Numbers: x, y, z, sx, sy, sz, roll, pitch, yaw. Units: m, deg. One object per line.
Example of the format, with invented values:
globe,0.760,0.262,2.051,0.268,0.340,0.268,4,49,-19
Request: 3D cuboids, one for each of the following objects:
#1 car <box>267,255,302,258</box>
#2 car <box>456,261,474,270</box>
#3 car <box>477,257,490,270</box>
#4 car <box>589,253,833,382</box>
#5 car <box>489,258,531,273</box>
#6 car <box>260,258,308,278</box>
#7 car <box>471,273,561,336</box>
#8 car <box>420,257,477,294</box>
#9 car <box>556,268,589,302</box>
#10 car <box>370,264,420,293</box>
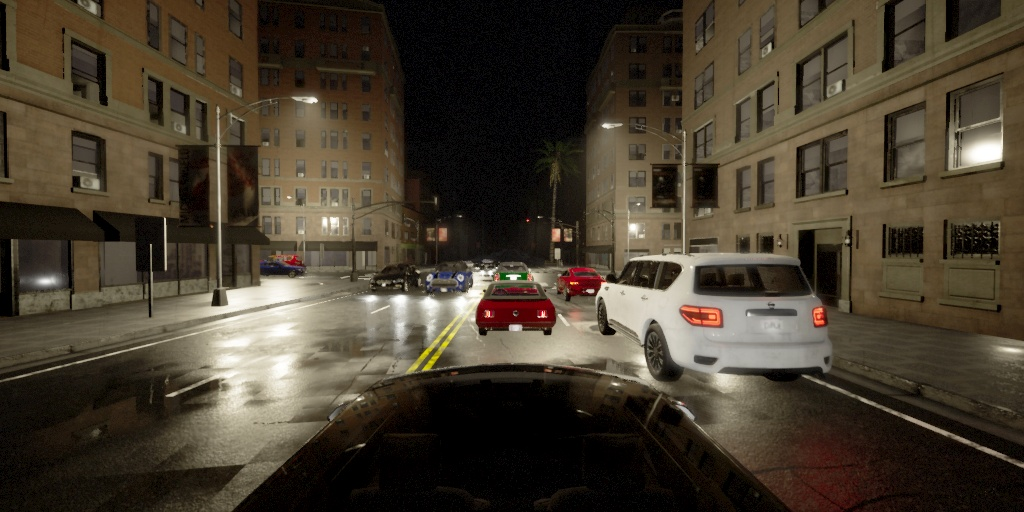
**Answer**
car,-23.972,0.831,36.670,5.009,1.841,2.192,0,0,-9
car,-6.705,1.338,51.615,1.895,1.301,4.718,0,0,3
car,-3.455,1.229,51.332,2.128,1.511,4.902,0,0,0
car,3.327,0.970,7.294,2.150,2.045,5.566,0,0,0
car,-0.004,1.097,19.372,2.097,1.767,4.553,0,0,-2
car,-20.518,1.145,31.355,4.674,1.442,1.812,0,1,-9
car,0.080,1.348,10.379,1.895,1.301,4.718,0,0,0
car,-3.389,1.096,20.043,2.097,1.767,4.553,0,0,0
car,3.218,1.271,16.981,1.812,1.442,4.674,0,0,0
car,-6.639,1.248,20.966,1.837,1.490,4.892,0,0,0
